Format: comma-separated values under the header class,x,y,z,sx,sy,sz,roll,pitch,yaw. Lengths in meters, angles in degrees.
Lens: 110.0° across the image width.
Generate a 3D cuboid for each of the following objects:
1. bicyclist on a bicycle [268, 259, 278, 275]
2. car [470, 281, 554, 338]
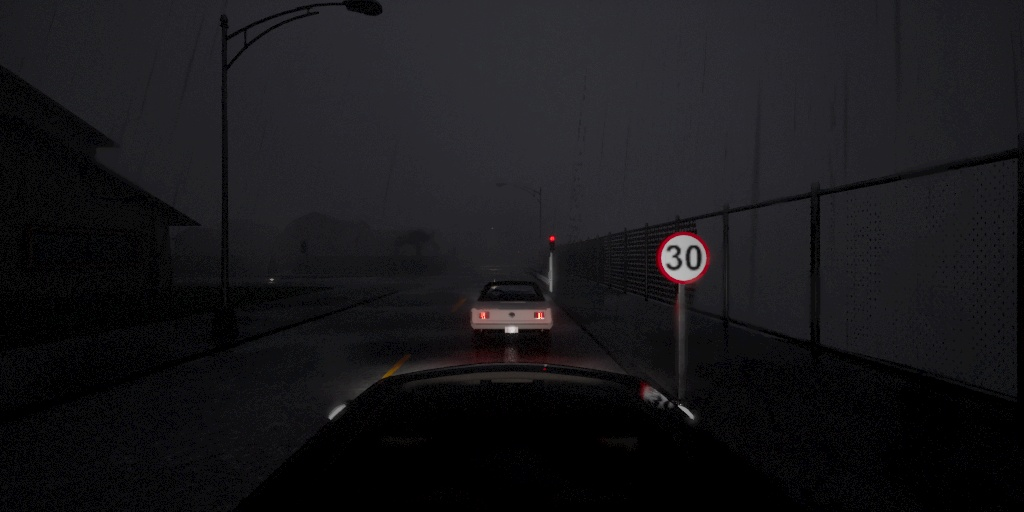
class,x,y,z,sx,sy,sz,roll,pitch,yaw
bicyclist on a bicycle,-24.322,1.099,36.495,0.582,1.620,1.656,0,0,0
car,-0.002,1.351,10.186,1.895,1.301,4.718,0,0,0
